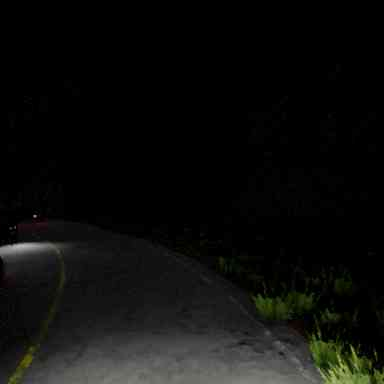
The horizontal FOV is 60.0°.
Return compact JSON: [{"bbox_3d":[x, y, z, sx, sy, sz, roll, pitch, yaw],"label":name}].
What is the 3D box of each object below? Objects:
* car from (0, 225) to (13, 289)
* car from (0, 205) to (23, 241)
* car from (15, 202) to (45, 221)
[{"bbox_3d":[-4.952,1.600,6.156,1.994,1.385,4.181,0,0,-17],"label":"car"},{"bbox_3d":[-9.858,1.574,16.504,1.837,1.490,4.892,0,0,-34],"label":"car"},{"bbox_3d":[-13.565,1.596,27.058,1.837,1.490,4.892,0,0,-43],"label":"car"}]
